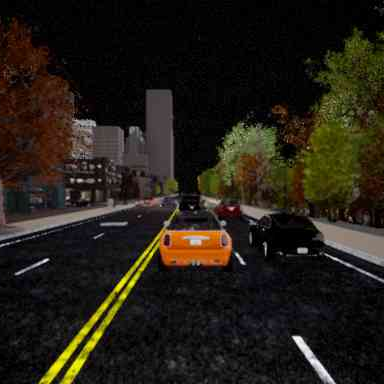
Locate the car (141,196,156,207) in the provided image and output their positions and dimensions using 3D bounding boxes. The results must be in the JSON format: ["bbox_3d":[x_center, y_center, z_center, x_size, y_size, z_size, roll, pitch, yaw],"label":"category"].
[{"bbox_3d":[-7.034,1.516,54.081,2.097,1.767,4.553,0,0,-1],"label":"car"}]

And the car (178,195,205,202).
[{"bbox_3d":[-0.044,1.308,28.607,2.150,2.045,5.566,0,0,-1],"label":"car"}]

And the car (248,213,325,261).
[{"bbox_3d":[3.354,1.543,12.520,1.837,1.490,4.892,0,0,0],"label":"car"}]

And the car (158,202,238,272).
[{"bbox_3d":[0.105,1.385,11.112,2.097,1.767,4.553,0,0,0],"label":"car"}]

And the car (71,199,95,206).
[{"bbox_3d":[-20.616,2.010,62.847,4.313,1.339,1.947,-1,1,-1],"label":"car"}]

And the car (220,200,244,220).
[{"bbox_3d":[3.193,1.441,29.261,2.097,1.767,4.553,0,0,-1],"label":"car"}]

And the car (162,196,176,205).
[{"bbox_3d":[-3.786,1.517,54.292,2.097,1.767,4.553,0,0,-1],"label":"car"}]
